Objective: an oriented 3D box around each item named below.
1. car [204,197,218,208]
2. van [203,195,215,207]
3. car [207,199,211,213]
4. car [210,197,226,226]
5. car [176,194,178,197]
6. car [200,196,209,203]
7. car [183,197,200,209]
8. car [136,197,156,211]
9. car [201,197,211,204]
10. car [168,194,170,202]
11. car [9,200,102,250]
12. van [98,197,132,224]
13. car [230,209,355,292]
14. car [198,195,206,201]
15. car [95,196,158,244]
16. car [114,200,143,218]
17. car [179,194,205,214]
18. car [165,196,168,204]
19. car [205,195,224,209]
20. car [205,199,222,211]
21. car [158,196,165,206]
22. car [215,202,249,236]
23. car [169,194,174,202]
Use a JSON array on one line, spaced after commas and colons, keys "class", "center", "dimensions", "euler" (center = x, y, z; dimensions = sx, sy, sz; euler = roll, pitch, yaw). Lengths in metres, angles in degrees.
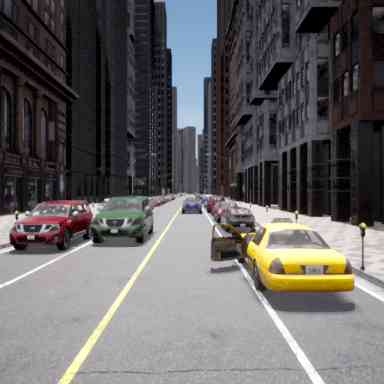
[{"class": "car", "center": [2.678, 1.544, 48.255], "dimensions": [1.752, 1.417, 4.829], "euler": [0, 0, 0]}, {"class": "van", "center": [2.668, 1.364, 53.688], "dimensions": [1.690, 1.788, 3.998], "euler": [0, 0, 0]}, {"class": "car", "center": [2.708, 1.590, 31.279], "dimensions": [1.802, 1.307, 4.206], "euler": [0, 0, 0]}, {"class": "car", "center": [2.719, 1.446, 25.677], "dimensions": [1.967, 1.590, 4.097], "euler": [0, 0, 0]}, {"class": "car", "center": [-5.927, 1.371, 92.869], "dimensions": [2.192, 1.841, 5.009], "euler": [0, 0, 0]}, {"class": "car", "center": [2.637, 1.618, 70.494], "dimensions": [1.802, 1.307, 4.206], "euler": [0, 0, 0]}, {"class": "car", "center": [-0.064, 1.509, 46.230], "dimensions": [2.128, 1.511, 4.902], "euler": [0, 0, 0]}, {"class": "car", "center": [-5.837, 1.455, 42.454], "dimensions": [1.967, 1.590, 4.097], "euler": [0, 0, 0]}, {"class": "car", "center": [2.647, 1.613, 64.892], "dimensions": [1.802, 1.307, 4.206], "euler": [0, 0, 0]}, {"class": "car", "center": [-5.878, 1.597, 64.860], "dimensions": [1.947, 1.339, 4.313], "euler": [0, 0, 0]}, {"class": "car", "center": [-5.786, 1.317, 14.445], "dimensions": [2.192, 1.841, 5.009], "euler": [0, 0, 0]}, {"class": "van", "center": [-5.806, 1.346, 25.648], "dimensions": [1.690, 1.788, 3.998], "euler": [0, 0, 0]}, {"class": "car", "center": [2.333, 1.457, 8.911], "dimensions": [1.801, 1.575, 5.366], "euler": [0, 0, 0]}, {"class": "car", "center": [2.607, 1.596, 87.300], "dimensions": [1.887, 1.381, 4.507], "euler": [0, 0, 0]}, {"class": "car", "center": [-3.130, 1.223, 16.136], "dimensions": [2.150, 2.045, 5.566], "euler": [0, 0, 0]}, {"class": "car", "center": [-5.816, 1.533, 31.079], "dimensions": [1.752, 1.417, 4.829], "euler": [0, 0, 0]}, {"class": "car", "center": [0.005, 1.363, 36.084], "dimensions": [2.097, 1.767, 4.553], "euler": [0, 0, 0]}, {"class": "car", "center": [-5.868, 1.609, 59.258], "dimensions": [1.802, 1.307, 4.206], "euler": [0, 0, 0]}, {"class": "car", "center": [2.699, 1.327, 36.881], "dimensions": [2.192, 1.841, 5.009], "euler": [0, 0, 0]}, {"class": "car", "center": [2.688, 1.597, 42.484], "dimensions": [1.802, 1.307, 4.206], "euler": [0, 0, 0]}, {"class": "car", "center": [-5.857, 1.463, 53.657], "dimensions": [1.967, 1.590, 4.097], "euler": [0, 0, 0]}, {"class": "car", "center": [2.728, 1.554, 20.075], "dimensions": [2.008, 1.369, 4.403], "euler": [0, 0, 0]}, {"class": "car", "center": [-5.898, 1.591, 76.063], "dimensions": [2.008, 1.369, 4.403], "euler": [0, 0, 0]}]
